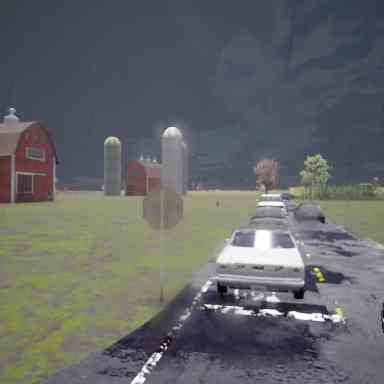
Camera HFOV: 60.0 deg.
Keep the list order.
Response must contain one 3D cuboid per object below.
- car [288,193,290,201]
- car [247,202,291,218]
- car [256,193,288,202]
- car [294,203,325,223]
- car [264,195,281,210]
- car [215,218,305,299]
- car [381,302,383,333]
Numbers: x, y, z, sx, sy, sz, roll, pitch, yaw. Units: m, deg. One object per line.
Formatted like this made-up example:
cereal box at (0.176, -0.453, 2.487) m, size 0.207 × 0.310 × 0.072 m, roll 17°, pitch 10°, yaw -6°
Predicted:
car at (22.467, 1.175, 80.129) m, size 2.150 × 2.045 × 5.566 m, roll 0°, pitch 0°, yaw 14°
car at (4.151, 1.506, 17.977) m, size 1.837 × 1.490 × 4.892 m, roll 0°, pitch 0°, yaw 14°
car at (6.758, 1.224, 28.493) m, size 2.150 × 2.045 × 5.566 m, roll 0°, pitch 0°, yaw 14°
car at (8.995, 1.564, 25.688) m, size 1.994 × 1.385 × 4.181 m, roll 0°, pitch 0°, yaw 14°
car at (10.522, 1.344, 43.398) m, size 2.097 × 1.767 × 4.553 m, roll 0°, pitch 0°, yaw 14°
car at (1.842, 1.603, 8.752) m, size 1.895 × 1.301 × 4.718 m, roll 0°, pitch 0°, yaw 14°
car at (3.837, 1.490, 2.870) m, size 2.128 × 1.511 × 4.902 m, roll -1°, pitch 0°, yaw -7°
